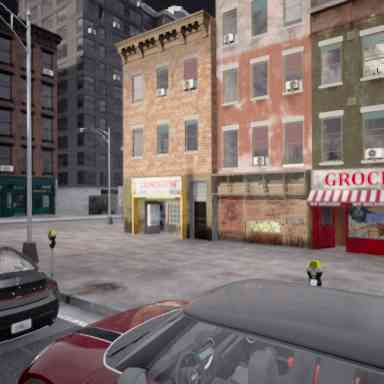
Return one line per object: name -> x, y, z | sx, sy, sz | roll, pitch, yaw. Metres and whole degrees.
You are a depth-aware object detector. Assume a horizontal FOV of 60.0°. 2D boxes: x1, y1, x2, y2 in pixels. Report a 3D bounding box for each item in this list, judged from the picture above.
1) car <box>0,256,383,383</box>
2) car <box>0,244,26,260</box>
car -> 0.441, 1.440, 2.504 | 4.097, 1.590, 1.967 | 0, 0, 35
car -> -4.044, 1.550, 5.695 | 4.403, 1.369, 2.008 | 0, 0, 35
